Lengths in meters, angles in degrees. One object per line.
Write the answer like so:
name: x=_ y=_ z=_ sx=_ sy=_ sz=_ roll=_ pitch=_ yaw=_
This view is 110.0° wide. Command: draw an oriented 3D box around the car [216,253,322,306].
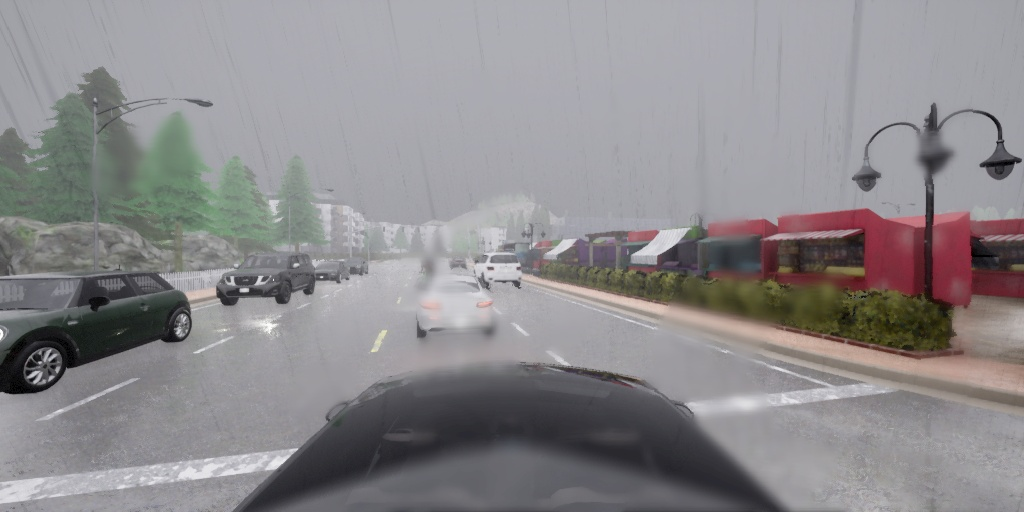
car: x=-10.412 y=0.876 z=15.741 sx=2.150 sy=2.045 sz=5.566 roll=0 pitch=0 yaw=-14

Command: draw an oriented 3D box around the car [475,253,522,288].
car: x=-0.978 y=0.831 z=22.169 sx=2.150 sy=2.045 sz=5.566 roll=0 pitch=0 yaw=-14

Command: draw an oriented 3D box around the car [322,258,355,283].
car: x=-12.778 y=1.089 z=25.345 sx=1.837 sy=1.490 sz=4.892 roll=0 pitch=0 yaw=-14

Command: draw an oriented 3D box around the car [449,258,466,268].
car: x=-7.133 y=0.932 z=47.093 sx=1.837 sy=1.490 sz=4.892 roll=0 pitch=1 yaw=-14

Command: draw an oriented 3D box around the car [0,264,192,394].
car: x=-8.115 y=1.076 z=6.332 sx=2.097 sy=1.767 sz=4.553 roll=0 pitch=0 yaw=-13

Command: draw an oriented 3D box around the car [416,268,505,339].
car: x=-1.631 y=1.224 z=9.936 sx=1.812 sy=1.442 sz=4.674 roll=0 pitch=0 yaw=-13

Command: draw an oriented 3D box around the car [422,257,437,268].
car: x=-11.681 y=0.903 z=50.825 sx=1.837 sy=1.490 sz=4.892 roll=0 pitch=0 yaw=-14

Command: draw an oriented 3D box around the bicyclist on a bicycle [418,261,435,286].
bicyclist on a bicycle: x=-4.626 y=1.079 z=19.737 sx=0.582 sy=1.620 sz=1.656 roll=0 pitch=1 yaw=24

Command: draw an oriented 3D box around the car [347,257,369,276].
car: x=-14.730 y=0.877 z=33.312 sx=2.097 sy=1.767 sz=4.553 roll=0 pitch=0 yaw=-14
